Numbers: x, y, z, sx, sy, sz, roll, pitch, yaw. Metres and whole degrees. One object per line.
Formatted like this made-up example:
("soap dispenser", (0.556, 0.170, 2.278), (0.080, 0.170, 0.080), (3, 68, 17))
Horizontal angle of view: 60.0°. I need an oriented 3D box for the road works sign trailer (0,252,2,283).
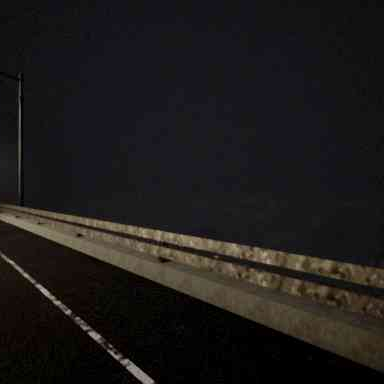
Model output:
("road works sign trailer", (-6.449, 0.454, 8.638), (2.380, 3.560, 2.880), (0, 0, -38))
